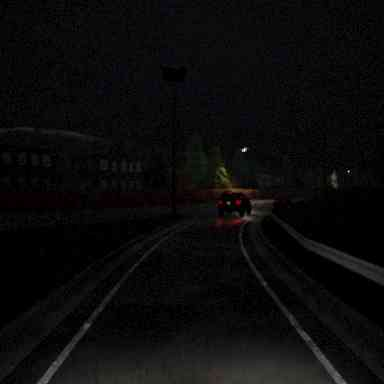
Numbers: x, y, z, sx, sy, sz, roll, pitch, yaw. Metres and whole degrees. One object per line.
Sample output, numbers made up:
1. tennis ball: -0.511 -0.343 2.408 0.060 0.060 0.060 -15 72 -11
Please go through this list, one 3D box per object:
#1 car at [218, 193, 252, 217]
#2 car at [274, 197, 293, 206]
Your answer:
1. car: 4.004 1.108 30.405 2.150 2.045 5.566 0 -1 20
2. car: 13.956 1.393 50.704 1.994 1.385 4.181 0 0 32
